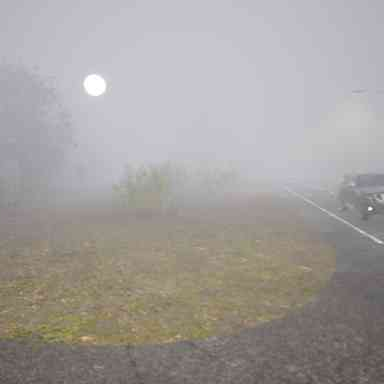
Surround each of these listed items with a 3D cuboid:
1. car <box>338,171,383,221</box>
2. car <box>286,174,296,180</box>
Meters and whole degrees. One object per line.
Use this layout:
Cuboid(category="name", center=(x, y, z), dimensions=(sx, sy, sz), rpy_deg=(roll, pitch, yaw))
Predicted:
Cuboid(category="car", center=(8.447, 0.065, 15.546), dimensions=(2.150, 2.045, 5.566), rpy_deg=(-2, 3, 11))
Cuboid(category="car", center=(22.530, -3.453, 75.853), dimensions=(2.128, 1.511, 4.902), rpy_deg=(-1, 3, 18))
